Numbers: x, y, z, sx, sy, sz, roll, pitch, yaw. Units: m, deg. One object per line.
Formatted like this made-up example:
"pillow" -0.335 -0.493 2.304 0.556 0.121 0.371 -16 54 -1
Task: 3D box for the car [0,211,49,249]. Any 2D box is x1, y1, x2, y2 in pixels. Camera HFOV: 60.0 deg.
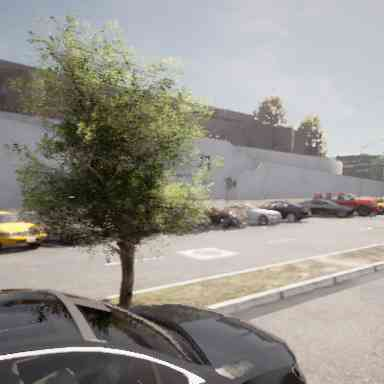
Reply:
"car" -8.298 1.485 14.114 5.366 1.575 1.946 -1 -1 34

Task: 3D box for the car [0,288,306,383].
"car" -1.212 1.505 2.267 4.892 1.490 1.837 0 0 -36

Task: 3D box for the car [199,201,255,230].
"car" 1.308 1.318 21.209 4.553 1.767 2.185 -1 -1 35

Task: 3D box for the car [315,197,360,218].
"car" 11.138 1.368 28.141 4.792 1.488 2.163 -1 -1 35

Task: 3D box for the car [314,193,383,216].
"car" 13.579 1.062 29.887 5.566 2.045 2.435 -1 -1 35

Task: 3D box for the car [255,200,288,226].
"car" 3.778 1.461 22.932 4.674 1.452 2.002 -1 -1 35

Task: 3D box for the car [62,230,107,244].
"car" -6.030 1.235 15.976 5.566 2.045 2.435 -1 -1 35

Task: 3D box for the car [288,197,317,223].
"car" 6.227 1.395 24.666 5.008 1.535 2.097 -1 0 35
